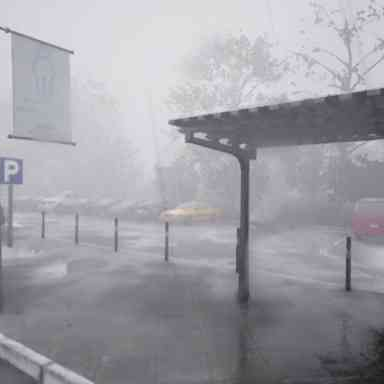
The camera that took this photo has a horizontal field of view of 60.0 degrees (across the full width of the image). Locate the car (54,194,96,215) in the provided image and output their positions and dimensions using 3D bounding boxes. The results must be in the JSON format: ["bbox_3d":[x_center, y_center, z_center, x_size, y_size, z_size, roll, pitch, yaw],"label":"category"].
[{"bbox_3d":[-8.925,1.205,29.099,2.097,1.535,5.008,1,0,36],"label":"car"}]

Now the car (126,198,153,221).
[{"bbox_3d":[-2.135,1.334,24.280,2.163,1.488,4.792,1,0,36],"label":"car"}]

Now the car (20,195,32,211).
[{"bbox_3d":[-13.448,1.140,32.315,2.231,1.521,4.892,1,0,36],"label":"car"}]

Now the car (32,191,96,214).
[{"bbox_3d":[-11.201,0.921,30.683,2.435,2.045,5.566,1,0,36],"label":"car"}]

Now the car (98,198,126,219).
[{"bbox_3d":[-4.406,1.272,25.874,2.231,1.521,4.892,1,0,36],"label":"car"}]

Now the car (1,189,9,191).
[{"bbox_3d":[-24.755,0.682,40.363,2.435,2.045,5.566,1,1,36],"label":"car"}]

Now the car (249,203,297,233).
[{"bbox_3d":[4.607,1.433,19.393,2.163,1.488,4.792,1,0,36],"label":"car"}]

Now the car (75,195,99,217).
[{"bbox_3d":[-6.666,1.238,27.486,2.097,1.535,5.008,1,0,36],"label":"car"}]

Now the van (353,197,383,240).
[{"bbox_3d":[9.211,1.243,16.285,1.878,1.987,4.442,1,0,36],"label":"van"}]

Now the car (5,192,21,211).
[{"bbox_3d":[-15.708,1.104,33.930,2.097,1.535,5.008,1,1,36],"label":"car"}]

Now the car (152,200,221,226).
[{"bbox_3d":[-0.001,1.334,22.492,1.946,1.575,5.366,1,0,36],"label":"car"}]

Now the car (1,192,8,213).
[{"bbox_3d":[-17.857,1.063,35.698,1.946,1.575,5.366,1,1,36],"label":"car"}]
